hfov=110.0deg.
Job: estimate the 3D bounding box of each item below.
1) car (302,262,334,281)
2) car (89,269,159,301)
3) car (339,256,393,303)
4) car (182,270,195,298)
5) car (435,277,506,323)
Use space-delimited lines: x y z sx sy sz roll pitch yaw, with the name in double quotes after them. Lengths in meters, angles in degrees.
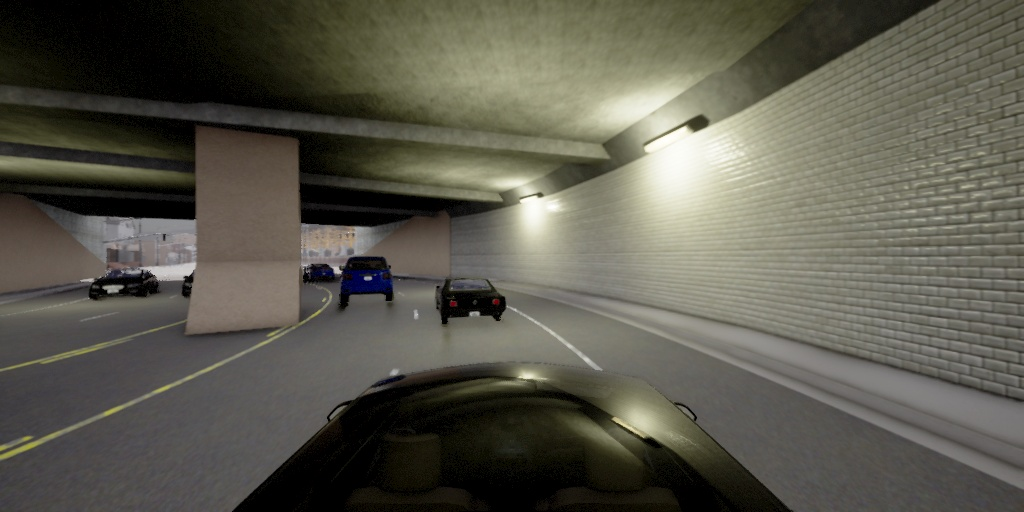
-17.836 1.399 33.040 1.882 1.535 5.008 -1 0 -38 "car"
-20.443 1.438 19.084 2.128 1.511 4.902 0 0 -36 "car"
-7.113 1.040 17.484 2.150 2.045 5.566 0 0 -24 "car"
-16.856 1.403 20.031 2.128 1.511 4.902 -1 0 -35 "car"
-1.622 1.367 12.314 1.895 1.301 4.718 -1 0 -15 "car"
